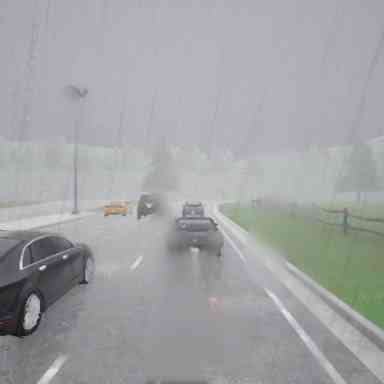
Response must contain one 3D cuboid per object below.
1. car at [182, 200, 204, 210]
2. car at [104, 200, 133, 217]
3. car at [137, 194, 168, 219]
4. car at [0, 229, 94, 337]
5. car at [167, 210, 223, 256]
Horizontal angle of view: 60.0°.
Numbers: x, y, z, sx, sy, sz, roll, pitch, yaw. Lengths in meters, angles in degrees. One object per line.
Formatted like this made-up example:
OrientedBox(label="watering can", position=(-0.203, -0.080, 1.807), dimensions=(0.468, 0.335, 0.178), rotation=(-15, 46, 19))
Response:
OrientedBox(label="car", position=(0.098, 1.499, 30.096), dimensions=(2.128, 1.511, 4.902), rotation=(0, 0, 0))
OrientedBox(label="car", position=(-6.900, 1.484, 31.670), dimensions=(1.882, 1.535, 5.008), rotation=(0, 0, 0))
OrientedBox(label="car", position=(-3.402, 1.228, 29.122), dimensions=(2.150, 2.045, 5.566), rotation=(0, 0, 0))
OrientedBox(label="car", position=(-3.408, 1.508, 6.604), dimensions=(1.837, 1.490, 4.892), rotation=(0, 1, 0))
OrientedBox(label="car", position=(0.098, 1.604, 13.054), dimensions=(1.895, 1.301, 4.718), rotation=(0, 0, 0))
